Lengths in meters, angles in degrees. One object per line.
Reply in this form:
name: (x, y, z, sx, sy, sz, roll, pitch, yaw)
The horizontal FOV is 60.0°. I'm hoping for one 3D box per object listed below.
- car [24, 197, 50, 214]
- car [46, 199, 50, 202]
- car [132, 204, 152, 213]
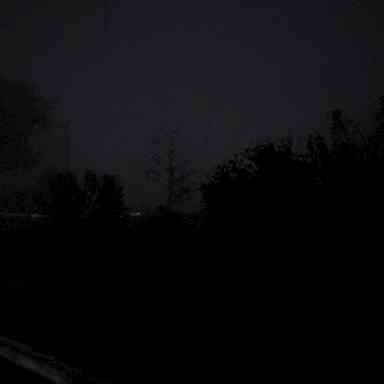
car: (-18.401, 1.690, 41.710, 2.150, 2.045, 5.566, 1, -2, 20)
car: (-15.237, 1.984, 40.169, 2.128, 1.511, 4.902, 1, -2, 20)
car: (-8.739, 2.913, 57.925, 2.128, 1.511, 4.902, 1, -2, 20)
